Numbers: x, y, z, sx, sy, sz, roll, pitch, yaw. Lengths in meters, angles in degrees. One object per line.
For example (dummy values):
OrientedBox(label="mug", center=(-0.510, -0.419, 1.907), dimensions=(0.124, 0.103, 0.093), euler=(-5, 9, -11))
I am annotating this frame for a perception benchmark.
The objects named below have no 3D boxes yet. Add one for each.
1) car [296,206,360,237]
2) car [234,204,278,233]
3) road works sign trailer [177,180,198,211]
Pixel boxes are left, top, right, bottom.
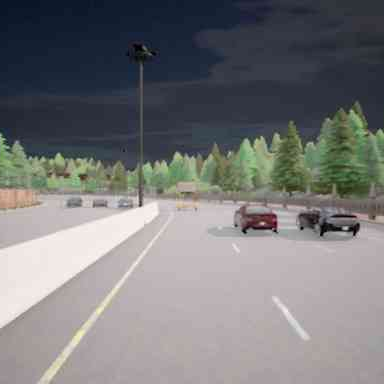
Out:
OrientedBox(label="car", center=(7.095, 1.469, 17.798), dimensions=(2.128, 1.511, 4.902), euler=(0, 0, 0))
OrientedBox(label="car", center=(3.594, 1.452, 19.408), dimensions=(1.882, 1.535, 5.008), euler=(0, 0, 0))
OrientedBox(label="road works sign trailer", center=(-0.609, 0.412, 39.632), dimensions=(2.380, 3.560, 2.880), euler=(0, 0, -10))
